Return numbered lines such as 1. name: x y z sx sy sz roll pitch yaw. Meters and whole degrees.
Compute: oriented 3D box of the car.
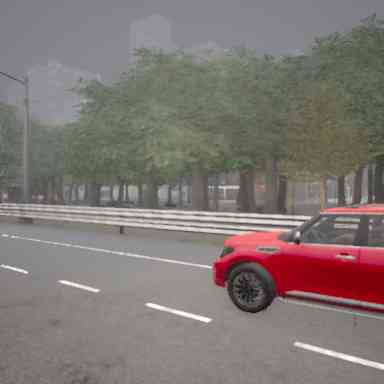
1. car: 3.072 1.223 5.976 5.566 2.045 2.150 0 0 36
